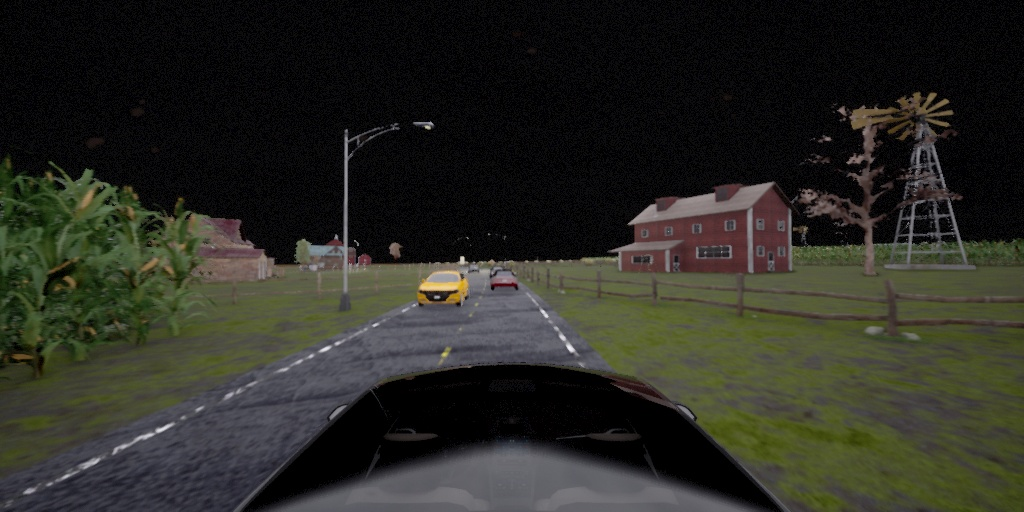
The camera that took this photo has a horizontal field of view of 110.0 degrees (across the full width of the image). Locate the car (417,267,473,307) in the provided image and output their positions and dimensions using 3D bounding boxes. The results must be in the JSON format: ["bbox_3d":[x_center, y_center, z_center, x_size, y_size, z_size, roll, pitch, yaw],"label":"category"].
[{"bbox_3d":[-3.140,1.449,17.123,1.882,1.535,5.008,0,-1,-2],"label":"car"}]

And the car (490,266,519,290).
[{"bbox_3d":[-0.590,1.670,26.354,1.994,1.385,4.181,0,-1,-3],"label":"car"}]

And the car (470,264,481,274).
[{"bbox_3d":[-6.224,2.116,58.992,1.837,1.490,4.892,0,-1,-6],"label":"car"}]
